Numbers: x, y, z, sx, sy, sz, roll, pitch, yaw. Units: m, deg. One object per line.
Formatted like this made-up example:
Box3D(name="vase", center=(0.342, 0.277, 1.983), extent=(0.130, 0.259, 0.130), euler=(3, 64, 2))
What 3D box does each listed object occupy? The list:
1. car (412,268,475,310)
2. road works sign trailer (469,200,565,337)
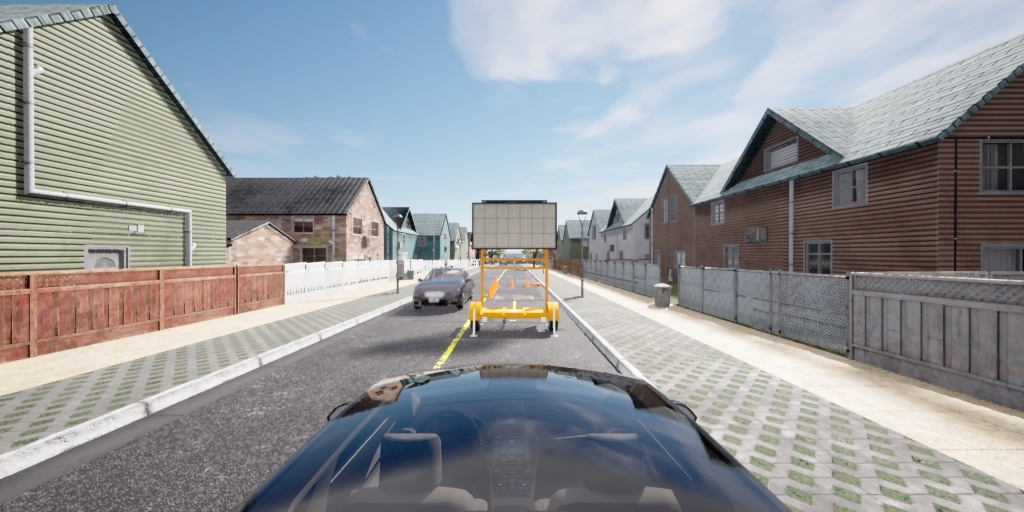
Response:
Box3D(name="car", center=(-2.655, 1.245, 14.722), extent=(2.128, 1.511, 4.902), euler=(0, 0, 0))
Box3D(name="road works sign trailer", center=(0.069, 0.214, 10.264), extent=(2.380, 3.560, 2.880), euler=(0, 0, 1))
